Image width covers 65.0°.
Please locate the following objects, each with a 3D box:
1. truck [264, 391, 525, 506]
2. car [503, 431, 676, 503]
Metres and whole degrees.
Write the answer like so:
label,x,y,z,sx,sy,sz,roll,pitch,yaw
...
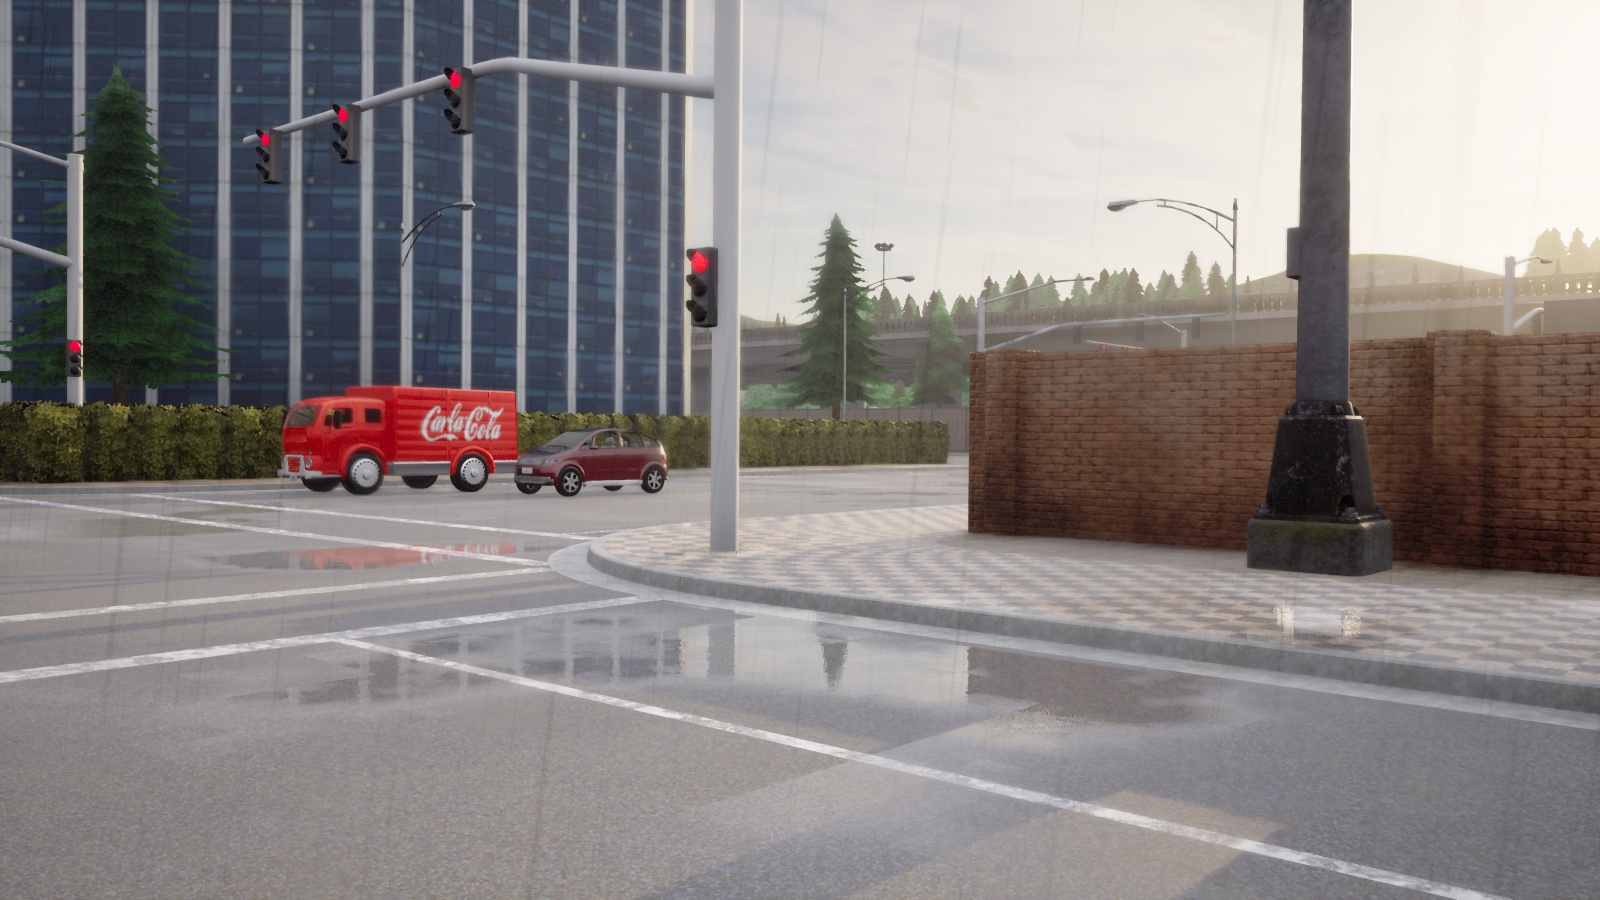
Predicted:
label,x,y,z,sx,sy,sz,roll,pitch,yaw
truck,-9.437,-0.074,29.588,2.627,2.467,5.204,0,1,41
car,-4.882,0.352,29.483,1.789,1.549,3.705,0,1,41
